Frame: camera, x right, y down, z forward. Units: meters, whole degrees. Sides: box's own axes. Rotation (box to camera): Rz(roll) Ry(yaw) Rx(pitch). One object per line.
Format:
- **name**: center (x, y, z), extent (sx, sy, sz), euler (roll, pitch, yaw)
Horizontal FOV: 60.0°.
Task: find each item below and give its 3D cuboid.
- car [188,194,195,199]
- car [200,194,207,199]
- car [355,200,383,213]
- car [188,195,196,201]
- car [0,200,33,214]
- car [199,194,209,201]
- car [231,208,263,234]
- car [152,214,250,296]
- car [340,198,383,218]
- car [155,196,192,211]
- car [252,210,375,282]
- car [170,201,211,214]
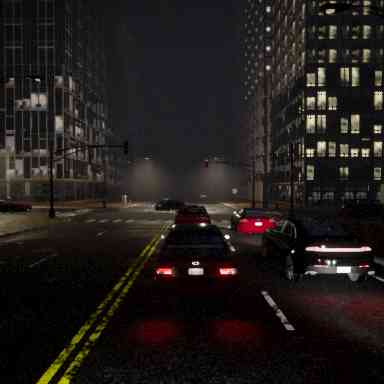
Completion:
- **car**: center (-0.217, 1.337, 91.444), extent (1.895, 1.301, 4.718), euler (0, 0, 0)
- **car**: center (3.033, 1.266, 91.421), extent (1.812, 1.442, 4.674), euler (0, 0, 0)
- **car**: center (21.719, 1.642, 38.545), extent (4.829, 1.417, 1.752), euler (1, 0, 1)
- **car**: center (-0.193, 1.442, 81.412), extent (1.812, 1.442, 4.674), euler (0, 0, 0)
- **car**: center (-18.616, 1.452, 33.322), extent (4.718, 1.301, 1.895), euler (1, 1, 1)
- **car**: center (3.057, 1.513, 81.449), extent (1.895, 1.301, 4.718), euler (0, 0, 0)
- **car**: center (3.306, 1.554, 18.494), extent (1.994, 1.385, 4.181), euler (0, 0, 0)
- **car**: center (0.081, 1.544, 8.779), extent (2.033, 1.411, 5.357), euler (0, 0, 0)
- **car**: center (16.130, 1.519, 30.245), extent (5.009, 1.841, 2.192), euler (1, 0, 1)
- **car**: center (-2.365, 1.469, 38.781), extent (1.994, 1.385, 4.181), euler (2, 1, 39)
- **car**: center (3.326, 1.487, 9.694), extent (2.128, 1.511, 4.902), euler (0, 0, 0)
- **car**: center (0.061, 1.468, 18.599), extent (1.882, 1.535, 5.008), euler (0, 0, 1)
